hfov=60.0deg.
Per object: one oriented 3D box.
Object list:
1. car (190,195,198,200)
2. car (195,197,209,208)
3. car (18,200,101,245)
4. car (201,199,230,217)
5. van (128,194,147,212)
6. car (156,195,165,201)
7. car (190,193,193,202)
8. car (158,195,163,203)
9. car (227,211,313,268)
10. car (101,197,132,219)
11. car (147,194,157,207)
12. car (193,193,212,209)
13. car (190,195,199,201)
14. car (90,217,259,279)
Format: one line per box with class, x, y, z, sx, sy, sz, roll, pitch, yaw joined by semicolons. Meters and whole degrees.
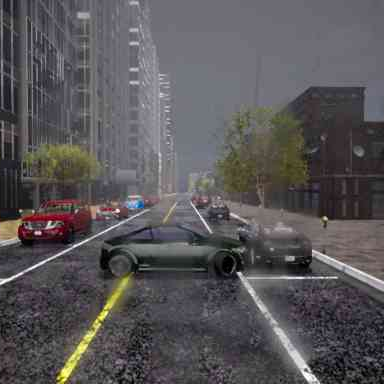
car;0.485;1.539;88.547;1.802;1.307;4.206;-1;0;-1
car;1.455;1.502;49.988;1.752;1.417;4.829;-1;0;-1
car;-6.170;1.308;15.689;2.192;1.841;5.009;-1;0;-1
car;2.047;1.539;26.952;2.008;1.369;4.403;-1;0;-1
van;-6.643;1.324;38.551;1.690;1.788;3.998;-1;0;-1
car;-7.750;1.486;82.645;1.752;1.417;4.829;-1;0;-1
car;0.899;1.281;71.949;2.192;1.841;5.009;-1;0;-1
car;-7.336;1.513;66.216;1.887;1.381;4.507;-1;0;-1
car;2.564;1.546;11.092;2.008;1.369;4.403;-1;0;-1
car;-6.357;1.429;26.757;1.967;1.590;4.097;-1;0;-1
car;-6.922;1.292;49.617;2.192;1.841;5.009;-1;0;-1
car;1.595;1.295;44.285;2.192;1.841;5.009;-1;0;-1
car;0.624;1.526;83.014;1.947;1.339;4.313;-1;0;-1
car;-0.455;1.556;9.491;4.181;1.385;1.994;0;0;-1
